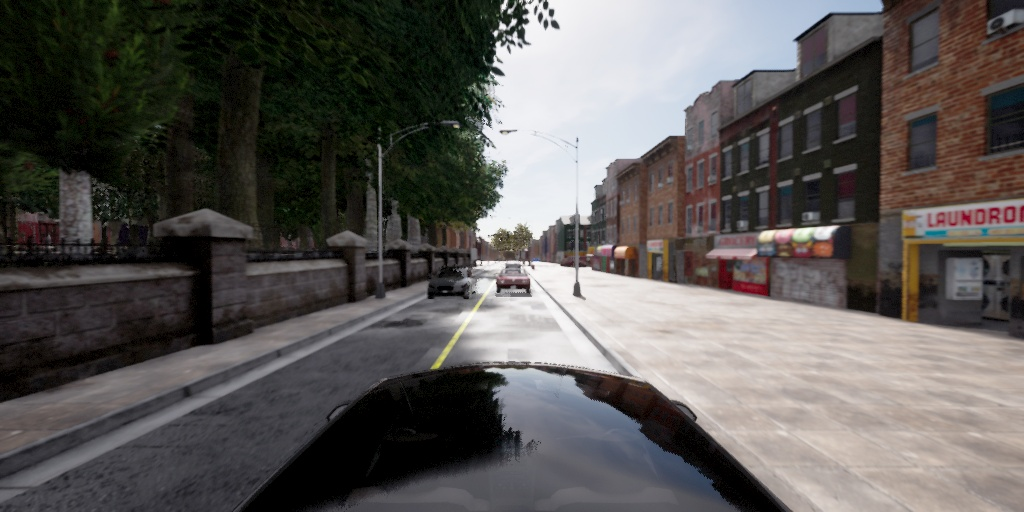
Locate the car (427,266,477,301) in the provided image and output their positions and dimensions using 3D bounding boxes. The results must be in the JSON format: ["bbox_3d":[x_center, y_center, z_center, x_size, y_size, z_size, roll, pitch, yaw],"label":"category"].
[{"bbox_3d":[-2.829,1.265,17.625,1.837,1.490,4.892,0,0,0],"label":"car"}]

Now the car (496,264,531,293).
[{"bbox_3d":[0.081,1.363,20.963,1.895,1.301,4.718,0,0,0],"label":"car"}]

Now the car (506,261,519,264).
[{"bbox_3d":[0.092,1.280,42.572,2.128,1.511,4.902,0,0,0],"label":"car"}]
